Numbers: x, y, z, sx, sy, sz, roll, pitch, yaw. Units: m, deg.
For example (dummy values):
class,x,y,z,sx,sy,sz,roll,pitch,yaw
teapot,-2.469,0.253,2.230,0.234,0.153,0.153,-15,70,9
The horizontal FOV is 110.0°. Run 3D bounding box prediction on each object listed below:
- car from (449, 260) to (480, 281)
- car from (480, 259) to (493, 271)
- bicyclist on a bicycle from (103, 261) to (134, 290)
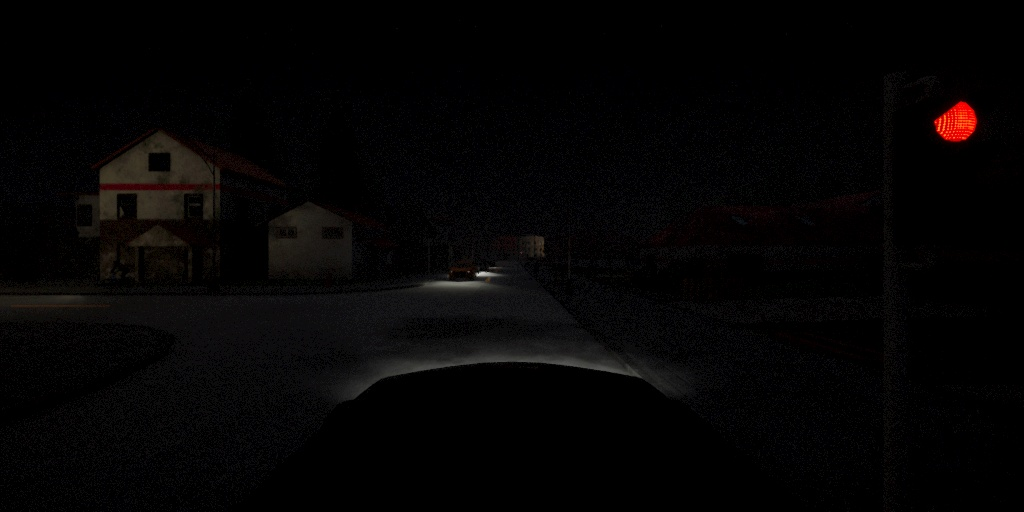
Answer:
class,x,y,z,sx,sy,sz,roll,pitch,yaw
car,-4.092,1.216,30.467,1.882,1.535,5.008,0,0,0
car,-4.078,1.221,46.757,2.128,1.511,4.902,0,0,0
bicyclist on a bicycle,-22.538,1.091,20.571,0.582,1.620,1.656,0,0,0
